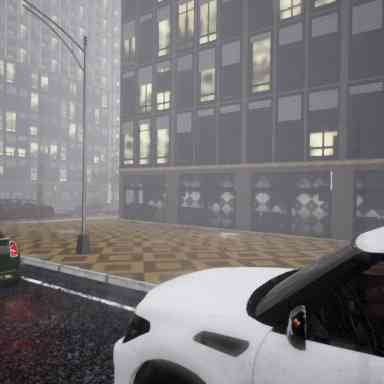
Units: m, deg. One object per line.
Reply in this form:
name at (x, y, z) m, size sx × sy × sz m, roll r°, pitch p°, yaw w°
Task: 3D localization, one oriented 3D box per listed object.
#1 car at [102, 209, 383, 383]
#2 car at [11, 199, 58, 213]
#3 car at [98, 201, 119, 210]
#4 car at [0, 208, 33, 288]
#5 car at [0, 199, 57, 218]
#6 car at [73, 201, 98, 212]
car at (1.919, 1.222, 2.313) m, size 5.566 × 2.045 × 2.150 m, roll 0°, pitch 0°, yaw 36°
car at (-18.632, 1.641, 39.533) m, size 1.752 × 1.417 × 4.829 m, roll 1°, pitch 0°, yaw 36°
car at (-8.337, 1.829, 39.387) m, size 1.752 × 1.417 × 4.829 m, roll 1°, pitch 0°, yaw 36°
car at (-6.157, 1.348, 8.049) m, size 4.553 × 1.767 × 2.097 m, roll 0°, pitch 0°, yaw 35°
car at (-15.119, 1.518, 30.164) m, size 2.192 × 1.841 × 5.009 m, roll 1°, pitch 0°, yaw 36°
car at (-12.876, 1.813, 42.975) m, size 1.895 × 1.301 × 4.718 m, roll 1°, pitch 0°, yaw 36°
